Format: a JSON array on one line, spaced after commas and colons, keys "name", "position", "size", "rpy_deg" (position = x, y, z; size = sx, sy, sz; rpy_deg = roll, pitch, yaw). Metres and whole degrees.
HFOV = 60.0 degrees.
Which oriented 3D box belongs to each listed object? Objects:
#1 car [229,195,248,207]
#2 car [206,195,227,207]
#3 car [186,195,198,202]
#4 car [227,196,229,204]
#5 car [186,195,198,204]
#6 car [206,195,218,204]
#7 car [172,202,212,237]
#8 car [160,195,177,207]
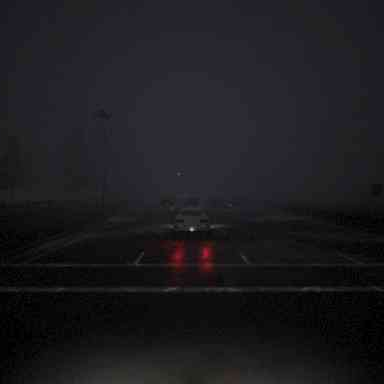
[{"name": "car", "position": [6.981, 1.408, 48.550], "size": [1.994, 1.385, 4.181], "rpy_deg": [0, 0, 0]}, {"name": "car", "position": [3.481, 1.393, 48.132], "size": [2.033, 1.411, 5.357], "rpy_deg": [0, 0, 0]}, {"name": "car", "position": [-0.019, 1.393, 48.130], "size": [2.033, 1.411, 5.357], "rpy_deg": [0, 0, 0]}, {"name": "car", "position": [6.977, 1.338, 58.552], "size": [1.812, 1.442, 4.674], "rpy_deg": [0, 0, 0]}, {"name": "car", "position": [-0.023, 1.304, 58.550], "size": [2.128, 1.511, 4.902], "rpy_deg": [0, 0, 0]}, {"name": "car", "position": [3.477, 1.290, 58.551], "size": [1.882, 1.535, 5.008], "rpy_deg": [0, 0, 0]}, {"name": "car", "position": [-0.007, 1.469, 17.522], "size": [1.812, 1.442, 4.674], "rpy_deg": [0, 0, 0]}, {"name": "car", "position": [-3.519, 1.370, 48.545], "size": [1.812, 1.442, 4.674], "rpy_deg": [0, 0, 0]}]
